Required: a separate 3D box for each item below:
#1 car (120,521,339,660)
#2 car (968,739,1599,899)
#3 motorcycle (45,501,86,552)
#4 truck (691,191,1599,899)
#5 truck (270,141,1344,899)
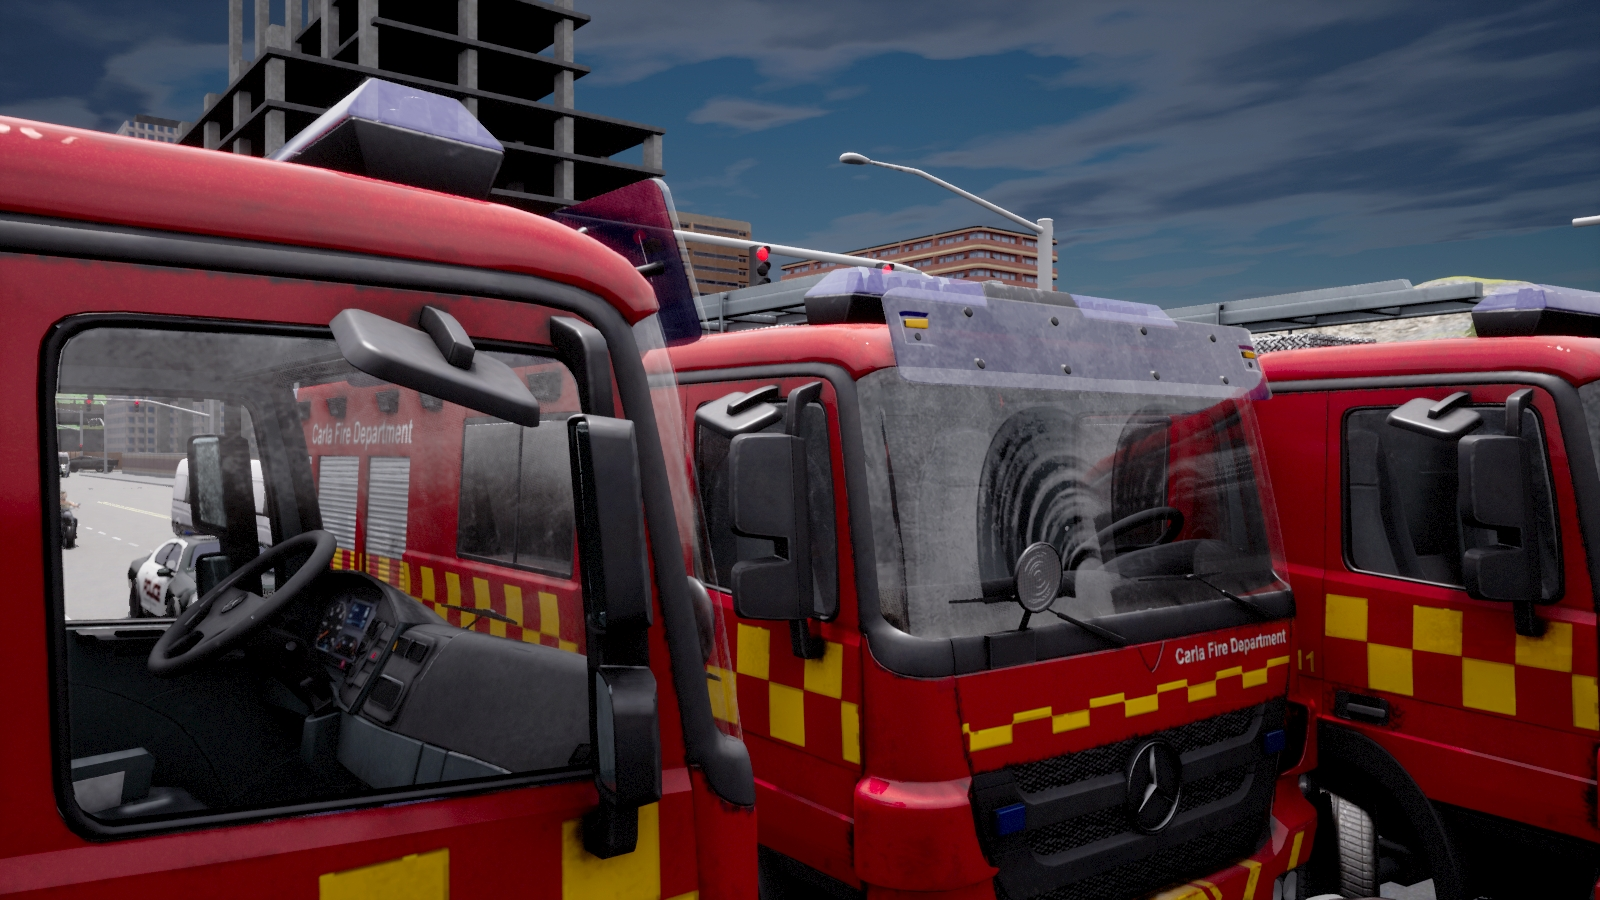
[{"bbox_3d":[-9.044,2.038,17.866,2.038,1.542,4.974,0,0,-39],"label":"car"},{"bbox_3d":[2.437,2.065,3.109,1.970,1.475,3.806,0,0,-30],"label":"car"},{"bbox_3d":[-21.047,2.155,32.722,0.764,1.307,2.356,0,0,-39],"label":"motorcycle"},{"bbox_3d":[2.348,0.890,8.605,2.891,3.827,8.468,0,0,-31],"label":"truck"},{"bbox_3d":[-1.099,0.890,8.003,2.891,3.827,8.468,0,0,-38],"label":"truck"}]
